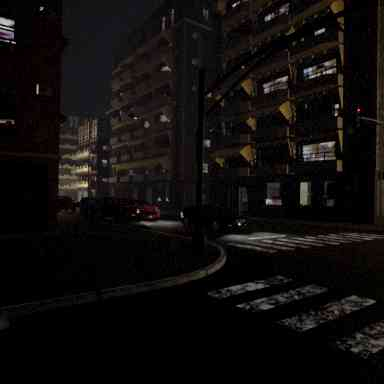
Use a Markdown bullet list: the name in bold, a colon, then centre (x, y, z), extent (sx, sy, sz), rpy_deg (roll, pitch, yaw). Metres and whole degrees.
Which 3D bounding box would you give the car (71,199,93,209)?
- **car**: centre (-16.738, 1.771, 50.609), extent (1.994, 1.385, 4.181), rpy_deg (1, -1, -35)

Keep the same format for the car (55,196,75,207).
- **car**: centre (-22.458, 1.599, 58.707), extent (2.097, 1.767, 4.553), rpy_deg (1, -1, -36)

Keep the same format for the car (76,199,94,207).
- **car**: centre (-18.448, 1.867, 57.286), extent (1.802, 1.307, 4.206), rpy_deg (1, -1, -35)

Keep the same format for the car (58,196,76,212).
- **car**: centre (-15.214, 1.368, 39.083), extent (2.192, 1.841, 5.009), rpy_deg (1, -1, -35)

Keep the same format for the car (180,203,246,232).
- **car**: centre (1.179, 1.527, 20.239), extent (1.837, 1.490, 4.892), rpy_deg (1, -1, -36)

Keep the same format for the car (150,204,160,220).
- **car**: centre (-4.549, 1.404, 28.285), extent (2.097, 1.767, 4.553), rpy_deg (1, -1, -35)

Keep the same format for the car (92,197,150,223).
- **car**: centre (-5.552, 1.310, 25.429), extent (2.192, 1.841, 5.009), rpy_deg (1, -1, -35)

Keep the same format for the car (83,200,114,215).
- **car**: centre (-10.256, 1.650, 36.351), extent (1.994, 1.385, 4.181), rpy_deg (1, -1, -35)

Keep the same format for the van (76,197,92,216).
- **van**: centre (-8.774, 1.354, 29.980), extent (1.690, 1.788, 3.998), rpy_deg (1, -1, -35)

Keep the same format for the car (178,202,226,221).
- **car**: centre (0.777, 1.686, 30.118), extent (1.752, 1.417, 4.829), rpy_deg (1, -1, -35)
